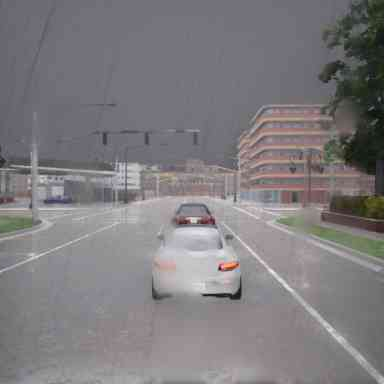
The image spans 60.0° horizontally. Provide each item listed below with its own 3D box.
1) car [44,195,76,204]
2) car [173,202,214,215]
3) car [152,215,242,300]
[{"bbox_3d":[-23.402,1.295,57.992,4.611,1.667,2.242,0,0,1],"label":"car"},{"bbox_3d":[0.074,1.352,17.269,2.097,1.767,4.553,0,0,0],"label":"car"},{"bbox_3d":[0.092,1.526,8.277,1.812,1.442,4.674,0,0,0],"label":"car"}]
